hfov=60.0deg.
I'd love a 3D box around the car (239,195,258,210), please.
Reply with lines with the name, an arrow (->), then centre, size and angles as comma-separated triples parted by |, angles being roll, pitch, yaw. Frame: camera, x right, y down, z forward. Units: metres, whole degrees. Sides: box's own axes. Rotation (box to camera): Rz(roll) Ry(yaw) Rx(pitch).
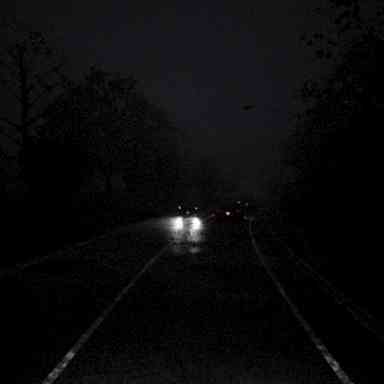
car -> 7.007, 1.432, 41.048 | 1.994, 1.385, 4.181 | 2, 1, 16

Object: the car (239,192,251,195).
car -> 11.200, 0.943, 69.680 | 2.150, 2.045, 5.566 | 1, 0, 13

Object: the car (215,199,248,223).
car -> 2.909, 1.463, 25.189 | 1.994, 1.385, 4.181 | 1, 0, 11

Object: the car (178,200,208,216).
car -> 0.145, 1.408, 30.022 | 1.895, 1.301, 4.718 | 1, 1, 13
